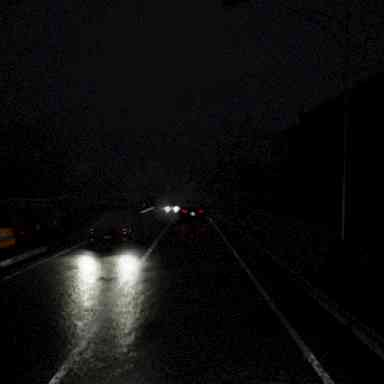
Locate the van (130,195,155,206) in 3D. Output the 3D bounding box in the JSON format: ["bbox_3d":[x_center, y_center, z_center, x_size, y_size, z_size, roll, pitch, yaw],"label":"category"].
[{"bbox_3d":[-9.150,1.528,61.967,4.442,1.987,1.878,0,0,0],"label":"van"}]

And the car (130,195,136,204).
[{"bbox_3d":[-8.933,1.504,36.740,4.553,1.767,2.185,0,0,0],"label":"car"}]

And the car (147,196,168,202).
[{"bbox_3d":[-8.917,1.730,87.208,5.366,1.575,1.946,0,0,0],"label":"car"}]

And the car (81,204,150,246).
[{"bbox_3d":[-3.371,1.532,15.660,1.882,1.535,5.008,0,0,0],"label":"car"}]

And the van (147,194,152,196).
[{"bbox_3d":[-9.127,1.487,53.559,4.442,1.987,1.878,0,0,0],"label":"van"}]

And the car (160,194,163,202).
[{"bbox_3d":[-9.086,1.801,70.385,4.792,1.488,2.163,0,0,0],"label":"car"}]

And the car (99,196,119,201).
[{"bbox_3d":[-22.194,1.730,89.105,4.892,1.521,2.231,0,0,0],"label":"car"}]

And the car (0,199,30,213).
[{"bbox_3d":[-22.056,1.644,39.135,4.892,1.521,2.231,0,0,0],"label":"car"}]

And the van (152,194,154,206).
[{"bbox_3d":[-9.134,1.501,56.363,4.442,1.987,1.878,0,0,0],"label":"van"}]

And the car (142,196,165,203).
[{"bbox_3d":[-9.074,1.758,78.797,5.008,1.535,2.097,0,0,0],"label":"car"}]

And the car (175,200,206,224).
[{"bbox_3d":[0.063,1.607,26.091,2.163,1.488,4.792,0,0,0],"label":"car"}]

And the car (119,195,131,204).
[{"bbox_3d":[-8.925,1.490,33.936,4.553,1.767,2.185,0,0,0],"label":"car"}]

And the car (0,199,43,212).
[{"bbox_3d":[-21.873,1.653,41.912,5.366,1.575,1.946,0,0,0],"label":"car"}]

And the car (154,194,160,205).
[{"bbox_3d":[-8.997,1.489,59.167,5.566,2.045,2.435,0,0,0],"label":"car"}]

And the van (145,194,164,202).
[{"bbox_3d":[-9.204,1.524,81.600,4.442,1.987,1.878,0,0,0],"label":"van"}]

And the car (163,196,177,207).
[{"bbox_3d":[-3.387,1.833,56.764,1.895,1.301,4.718,0,0,0],"label":"car"}]

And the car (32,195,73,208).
[{"bbox_3d":[-22.117,1.460,53.015,5.566,2.045,2.435,0,0,0],"label":"car"}]

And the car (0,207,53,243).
[{"bbox_3d":[-8.932,1.549,14.313,4.792,1.488,2.163,0,0,0],"label":"car"}]

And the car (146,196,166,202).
[{"bbox_3d":[-9.097,1.782,84.404,4.674,1.452,2.002,0,0,0],"label":"car"}]

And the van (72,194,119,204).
[{"bbox_3d":[-8.824,1.363,28.331,4.442,1.987,1.878,0,0,0],"label":"van"}]

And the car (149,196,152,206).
[{"bbox_3d":[-8.996,1.700,50.755,4.892,1.521,2.231,0,0,0],"label":"car"}]

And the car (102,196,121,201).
[{"bbox_3d":[-22.224,1.750,91.880,4.792,1.488,2.163,0,0,0],"label":"car"}]

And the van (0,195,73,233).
[{"bbox_3d":[-8.793,1.307,17.118,4.442,1.987,1.878,0,0,0],"label":"van"}]

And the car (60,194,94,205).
[{"bbox_3d":[-22.090,1.509,64.119,5.566,2.045,2.435,0,0,0],"label":"car"}]

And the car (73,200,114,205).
[{"bbox_3d":[-8.928,1.574,25.526,5.008,1.535,2.097,0,0,0],"label":"car"}]

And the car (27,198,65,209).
[{"bbox_3d":[-22.052,1.727,50.239,4.792,1.488,2.163,0,0,0],"label":"car"}]

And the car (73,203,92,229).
[{"bbox_3d":[-8.889,1.577,19.920,4.792,1.488,2.163,0,0,0],"label":"car"}]

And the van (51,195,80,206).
[{"bbox_3d":[-22.220,1.513,58.566,4.442,1.987,1.878,0,0,0],"label":"van"}]

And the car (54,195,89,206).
[{"bbox_3d":[-22.140,1.501,61.342,5.566,2.045,2.435,0,0,0],"label":"car"}]

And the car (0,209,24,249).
[{"bbox_3d":[-9.080,1.503,11.509,5.366,1.575,1.946,0,0,0],"label":"car"}]

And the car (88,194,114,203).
[{"bbox_3d":[-22.136,1.502,80.777,5.566,2.045,2.435,0,0,0],"label":"car"}]

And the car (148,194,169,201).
[{"bbox_3d":[-9.082,1.474,90.010,5.566,2.045,2.435,0,0,0],"label":"car"}]

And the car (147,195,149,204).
[{"bbox_3d":[-9.026,1.559,47.953,4.553,1.767,2.185,0,0,0],"label":"car"}]

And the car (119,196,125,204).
[{"bbox_3d":[-8.980,1.477,31.133,4.553,1.767,2.185,0,0,0],"label":"car"}]

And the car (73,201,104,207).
[{"bbox_3d":[-8.896,1.590,22.723,4.792,1.488,2.163,0,0,0],"label":"car"}]

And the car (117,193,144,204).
[{"bbox_3d":[-8.943,1.392,39.544,5.566,2.045,2.435,0,0,0],"label":"car"}]

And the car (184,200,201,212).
[{"bbox_3d":[0.041,1.726,42.045,2.033,1.411,5.357,0,0,0],"label":"car"}]

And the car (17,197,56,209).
[{"bbox_3d":[-22.104,1.558,47.462,4.553,1.767,2.185,0,0,0],"label":"car"}]

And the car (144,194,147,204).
[{"bbox_3d":[-8.951,1.406,42.347,5.566,2.045,2.435,0,0,0],"label":"car"}]

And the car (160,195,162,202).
[{"bbox_3d":[-9.046,1.808,67.577,4.674,1.452,2.002,0,0,0],"label":"car"}]
